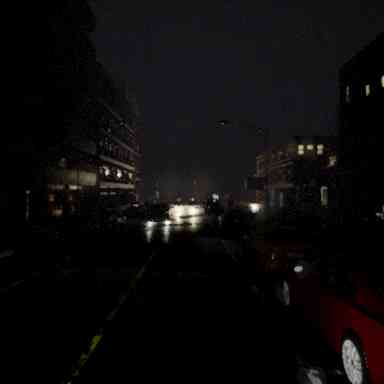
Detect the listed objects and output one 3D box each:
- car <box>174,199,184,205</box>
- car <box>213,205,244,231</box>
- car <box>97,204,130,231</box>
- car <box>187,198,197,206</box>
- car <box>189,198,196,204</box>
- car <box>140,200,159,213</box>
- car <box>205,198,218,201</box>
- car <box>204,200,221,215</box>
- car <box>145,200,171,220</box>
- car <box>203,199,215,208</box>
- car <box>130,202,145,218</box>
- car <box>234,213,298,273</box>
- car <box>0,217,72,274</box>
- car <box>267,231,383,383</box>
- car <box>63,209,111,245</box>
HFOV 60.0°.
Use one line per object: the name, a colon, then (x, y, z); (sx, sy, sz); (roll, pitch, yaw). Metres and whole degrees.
car: (-2.921, 2.229, 74.681); (1.994, 1.385, 4.181); (0, -1, 0)
car: (2.704, 1.798, 22.177); (1.947, 1.339, 4.313); (-1, -1, 0)
car: (-5.678, 1.673, 22.216); (1.967, 1.590, 4.097); (-1, -1, 0)
car: (0.077, 2.139, 72.475); (2.128, 1.511, 4.902); (0, -1, 0)
car: (0.094, 2.379, 88.240); (1.994, 1.385, 4.181); (0, -1, 0)
car: (-5.653, 1.908, 44.924); (1.967, 1.590, 4.097); (-1, -1, 0)
car: (2.725, 1.782, 44.888); (2.192, 1.841, 5.009); (-1, -1, 0)
car: (2.722, 1.974, 39.209); (1.947, 1.339, 4.313); (-1, -1, 0)
car: (-3.063, 1.814, 32.214); (1.882, 1.535, 5.008); (0, -1, 0)
car: (3.064, 2.132, 60.286); (1.837, 1.490, 4.892); (0, -1, 0)
car: (-5.666, 1.790, 33.570); (1.967, 1.590, 4.097); (-1, -1, 0)
car: (2.692, 1.641, 10.993); (1.752, 1.417, 4.829); (-1, -1, 0)
car: (-5.688, 1.696, 10.860); (1.802, 1.307, 4.206); (-1, -1, 0)
car: (2.686, 1.600, 5.145); (1.887, 1.381, 4.507); (-1, -1, 0)
car: (-5.682, 1.739, 16.538); (1.947, 1.339, 4.313); (-1, -1, 0)
